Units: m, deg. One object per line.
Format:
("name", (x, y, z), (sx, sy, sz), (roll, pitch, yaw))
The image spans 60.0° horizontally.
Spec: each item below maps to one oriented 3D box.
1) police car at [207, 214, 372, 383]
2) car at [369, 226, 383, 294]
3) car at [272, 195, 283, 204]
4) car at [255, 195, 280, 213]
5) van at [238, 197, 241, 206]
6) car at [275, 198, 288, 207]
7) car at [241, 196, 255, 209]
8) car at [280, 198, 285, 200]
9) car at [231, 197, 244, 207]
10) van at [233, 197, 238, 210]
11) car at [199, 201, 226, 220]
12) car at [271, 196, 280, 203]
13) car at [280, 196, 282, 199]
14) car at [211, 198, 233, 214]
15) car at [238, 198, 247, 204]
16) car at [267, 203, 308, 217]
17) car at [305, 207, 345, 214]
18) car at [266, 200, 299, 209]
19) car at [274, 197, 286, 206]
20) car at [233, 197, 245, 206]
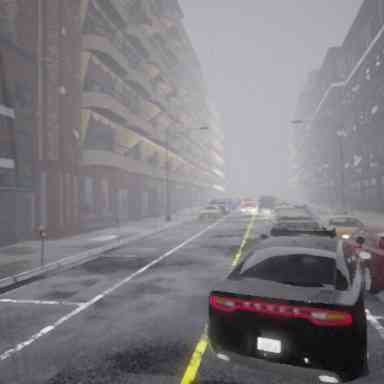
("police car", (2.001, 1.432, 5.878), (1.930, 1.638, 5.238), (-2, -1, 27))
("car", (4.879, 1.498, 8.279), (1.887, 1.381, 4.507), (0, 0, 12))
("car", (18.746, 1.694, 73.184), (2.192, 1.841, 5.009), (0, -1, 12))
("car", (9.201, 1.434, 40.820), (2.150, 2.045, 5.566), (-2, -1, 12))
("van", (6.456, 1.785, 53.253), (1.690, 1.788, 3.998), (0, 0, 12))
("car", (15.305, 1.796, 56.950), (1.887, 1.381, 4.507), (0, -1, 12))
("car", (9.111, 1.727, 53.524), (2.097, 1.767, 4.553), (-2, -1, 12))
("car", (10.671, 1.655, 35.319), (2.008, 1.369, 4.403), (0, 0, 12))
("car", (8.773, 1.840, 64.068), (2.192, 1.841, 5.009), (0, 0, 12))
("van", (5.298, 1.747, 47.844), (1.690, 1.788, 3.998), (0, 0, 12))
("car", (1.787, 1.829, 31.454), (1.752, 1.417, 4.829), (0, 0, 12))
("car", (21.064, 1.912, 84.000), (1.967, 1.590, 4.097), (0, -1, 12))
("car", (14.146, 1.756, 51.543), (1.887, 1.381, 4.507), (0, -1, 12))
("car", (2.981, 1.651, 37.031), (2.192, 1.841, 5.009), (0, 0, 12))
("car", (12.249, 2.222, 80.290), (1.947, 1.339, 4.313), (0, -1, 12))
("car", (4.554, 1.515, 15.168), (1.882, 1.535, 5.008), (-2, -1, 12))
("car", (6.073, 1.506, 13.854), (1.752, 1.417, 4.829), (0, 0, 12))
("car", (5.851, 1.526, 21.225), (1.801, 1.575, 5.366), (-2, -1, 12))
("car", (16.470, 1.733, 62.358), (1.967, 1.590, 4.097), (0, -1, 12))
("car", (9.931, 1.883, 69.475), (2.192, 1.841, 5.009), (0, 0, 12))
